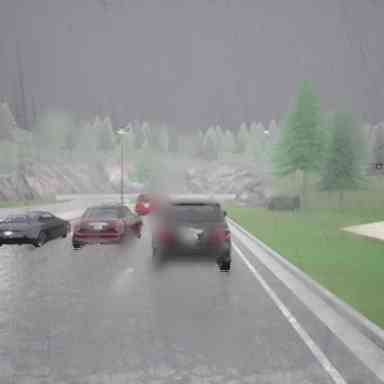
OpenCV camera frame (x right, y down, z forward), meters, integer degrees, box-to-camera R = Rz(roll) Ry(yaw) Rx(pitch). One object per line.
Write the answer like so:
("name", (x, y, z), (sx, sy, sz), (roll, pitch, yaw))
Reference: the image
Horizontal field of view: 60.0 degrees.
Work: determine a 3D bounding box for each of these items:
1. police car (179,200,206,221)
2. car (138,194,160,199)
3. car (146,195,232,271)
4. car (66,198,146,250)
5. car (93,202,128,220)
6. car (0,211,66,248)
("police car", (0.029, 1.457, 27.651), (2.038, 1.542, 4.974), (0, 0, 0))
("car", (-3.468, 1.178, 28.358), (2.150, 2.045, 5.566), (0, 0, 0))
("car", (0.011, 1.208, 10.949), (2.150, 2.045, 5.566), (0, 0, 0))
("car", (-3.457, 1.328, 14.414), (2.097, 1.767, 4.553), (0, 0, 0))
("car", (-6.963, 1.554, 28.888), (1.895, 1.301, 4.718), (0, 0, 0))
("car", (-6.953, 1.541, 14.717), (1.994, 1.385, 4.181), (0, 0, 1))
